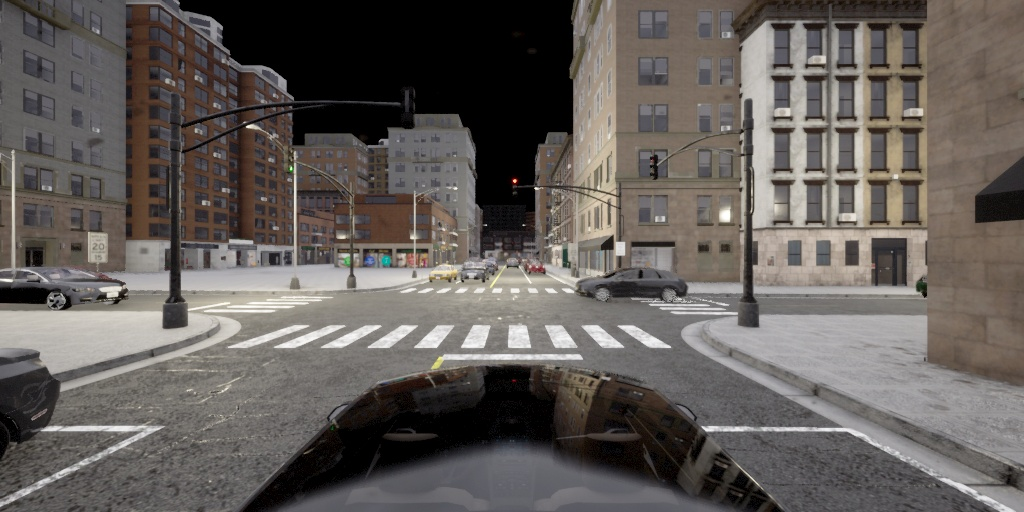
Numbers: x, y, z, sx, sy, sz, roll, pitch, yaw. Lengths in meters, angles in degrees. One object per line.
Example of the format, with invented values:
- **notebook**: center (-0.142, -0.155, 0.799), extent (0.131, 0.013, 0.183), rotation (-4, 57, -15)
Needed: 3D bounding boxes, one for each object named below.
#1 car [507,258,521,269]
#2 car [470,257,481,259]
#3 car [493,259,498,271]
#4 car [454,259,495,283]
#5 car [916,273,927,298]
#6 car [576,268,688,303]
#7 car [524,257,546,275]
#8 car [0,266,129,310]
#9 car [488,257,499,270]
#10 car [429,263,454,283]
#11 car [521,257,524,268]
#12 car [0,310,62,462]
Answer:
- **car**: center (0.127, 1.318, 58.606), extent (1.994, 1.385, 4.181), rotation (0, 0, 1)
- **car**: center (-5.359, 1.068, 51.205), extent (2.192, 1.841, 5.009), rotation (0, 0, 0)
- **car**: center (-2.824, 1.316, 38.108), extent (1.994, 1.385, 4.181), rotation (0, 0, 0)
- **car**: center (-2.821, 1.242, 28.207), extent (2.128, 1.511, 4.902), rotation (0, 0, 2)
- **car**: center (22.020, 1.092, 16.331), extent (5.566, 2.045, 2.150), rotation (0, 0, 0)
- **car**: center (5.372, 1.285, 16.328), extent (4.892, 1.490, 1.837), rotation (1, 0, 0)
- **car**: center (2.659, 1.191, 39.875), extent (1.967, 1.591, 4.097), rotation (0, 0, 0)
- **car**: center (-17.276, 1.162, 13.382), extent (4.902, 1.511, 2.128), rotation (0, 0, 2)
- **car**: center (-2.810, 1.278, 48.183), extent (1.812, 1.442, 4.674), rotation (0, 0, 0)
- **car**: center (-5.372, 1.276, 28.387), extent (1.751, 1.417, 4.829), rotation (0, 0, 0)
- **car**: center (2.663, 1.067, 45.537), extent (2.192, 1.841, 5.009), rotation (0, 0, 0)
- **car**: center (-5.388, 1.300, 1.711), extent (2.007, 1.370, 4.403), rotation (0, 0, 0)
